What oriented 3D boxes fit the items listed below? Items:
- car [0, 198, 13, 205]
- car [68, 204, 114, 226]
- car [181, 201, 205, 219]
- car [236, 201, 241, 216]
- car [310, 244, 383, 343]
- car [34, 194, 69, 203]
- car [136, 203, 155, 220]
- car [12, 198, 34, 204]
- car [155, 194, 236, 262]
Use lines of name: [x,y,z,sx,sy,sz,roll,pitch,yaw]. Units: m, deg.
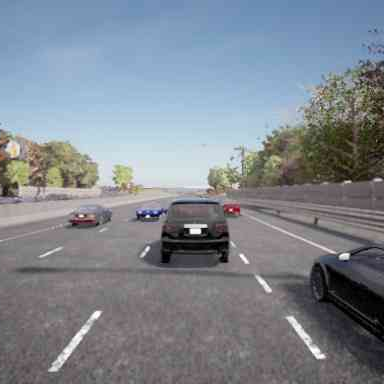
car: [-24.570,1.564,45.784,1.994,1.385,4.181,0,0,0]
car: [-6.898,1.543,23.227,2.033,1.411,5.357,0,0,0]
car: [0.103,1.559,30.028,1.994,1.385,4.181,0,0,0]
car: [3.501,1.451,32.207,1.882,1.535,5.008,0,0,0]
car: [3.571,1.536,5.548,1.994,1.385,4.181,0,0,-1]
car: [-17.586,1.220,42.671,2.150,2.045,5.566,0,0,0]
car: [-3.398,1.596,27.807,1.895,1.301,4.718,0,0,0]
car: [-21.080,1.525,43.635,1.812,1.442,4.674,0,0,0]
car: [0.101,1.218,12.228,2.150,2.045,5.566,0,0,0]
